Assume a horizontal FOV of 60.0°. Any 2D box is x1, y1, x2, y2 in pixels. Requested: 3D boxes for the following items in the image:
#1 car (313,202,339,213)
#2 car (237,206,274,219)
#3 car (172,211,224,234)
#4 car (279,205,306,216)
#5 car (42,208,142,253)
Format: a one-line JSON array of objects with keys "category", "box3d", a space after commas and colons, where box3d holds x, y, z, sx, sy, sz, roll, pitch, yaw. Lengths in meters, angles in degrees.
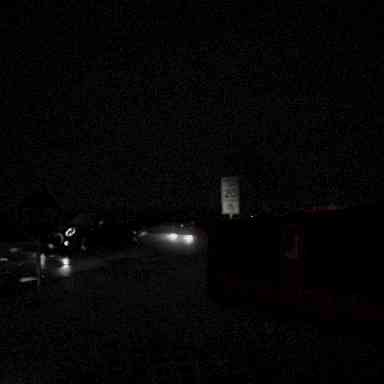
[{"category": "car", "box3d": [15.875, 1.956, 39.278, 2.097, 1.767, 4.553, -1, -1, 35]}, {"category": "car", "box3d": [5.832, 2.019, 30.126, 1.837, 1.490, 4.892, -1, -1, 35]}, {"category": "car", "box3d": [0.510, 1.974, 22.580, 1.994, 1.385, 4.181, -1, -1, 35]}, {"category": "car", "box3d": [11.569, 2.188, 38.230, 1.994, 1.385, 4.181, -1, -1, 35]}, {"category": "car", "box3d": [-4.500, 1.659, 15.476, 2.097, 1.767, 4.553, -1, -1, 35]}]
